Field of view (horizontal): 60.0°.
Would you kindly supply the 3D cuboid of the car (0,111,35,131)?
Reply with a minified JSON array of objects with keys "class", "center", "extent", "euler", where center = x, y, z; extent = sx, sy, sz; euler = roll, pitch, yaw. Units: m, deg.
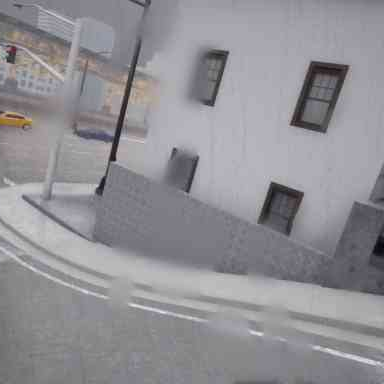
[{"class":"car","center":[-18.206,-7.257,33.027],"extent":[1.882,1.535,5.008],"euler":[24,13,34]}]

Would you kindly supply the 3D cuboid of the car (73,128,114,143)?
[{"class":"car","center":[-12.016,-7.112,41.365],"extent":[2.033,1.411,5.357],"euler":[24,13,35]}]
